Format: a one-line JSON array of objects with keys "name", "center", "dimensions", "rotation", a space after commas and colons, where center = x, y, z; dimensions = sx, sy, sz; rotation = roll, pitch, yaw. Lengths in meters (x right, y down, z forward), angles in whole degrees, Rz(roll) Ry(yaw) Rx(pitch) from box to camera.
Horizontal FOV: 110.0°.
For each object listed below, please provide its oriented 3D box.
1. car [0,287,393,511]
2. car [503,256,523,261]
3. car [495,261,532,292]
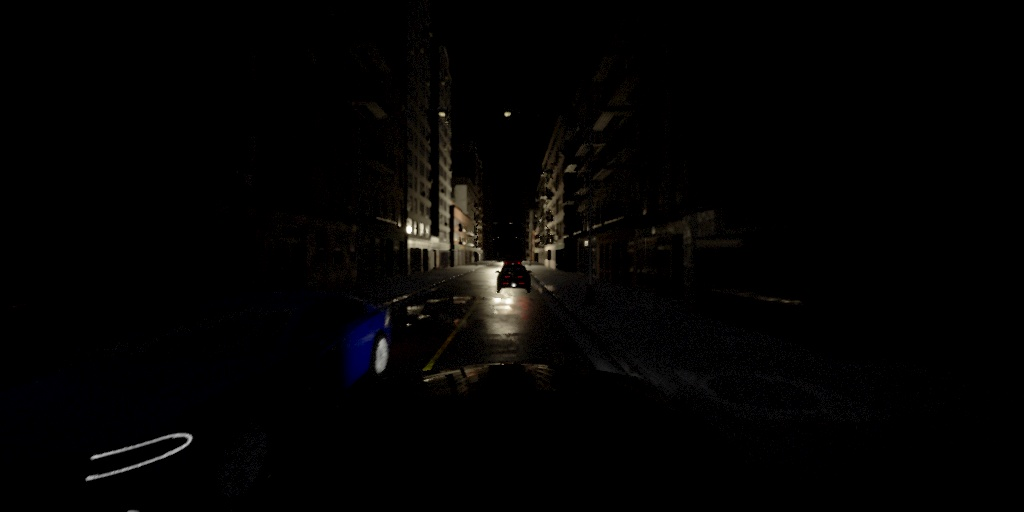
[{"name": "car", "center": [-3.102, 1.228, 4.534], "dimensions": [1.882, 1.535, 5.008], "rotation": [0, 0, 0]}, {"name": "car", "center": [0.089, 0.966, 42.064], "dimensions": [2.150, 2.045, 5.566], "rotation": [0, 0, 0]}, {"name": "car", "center": [0.095, 1.255, 21.062], "dimensions": [1.837, 1.490, 4.892], "rotation": [0, 0, 0]}]
